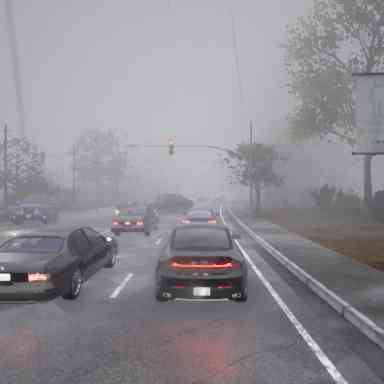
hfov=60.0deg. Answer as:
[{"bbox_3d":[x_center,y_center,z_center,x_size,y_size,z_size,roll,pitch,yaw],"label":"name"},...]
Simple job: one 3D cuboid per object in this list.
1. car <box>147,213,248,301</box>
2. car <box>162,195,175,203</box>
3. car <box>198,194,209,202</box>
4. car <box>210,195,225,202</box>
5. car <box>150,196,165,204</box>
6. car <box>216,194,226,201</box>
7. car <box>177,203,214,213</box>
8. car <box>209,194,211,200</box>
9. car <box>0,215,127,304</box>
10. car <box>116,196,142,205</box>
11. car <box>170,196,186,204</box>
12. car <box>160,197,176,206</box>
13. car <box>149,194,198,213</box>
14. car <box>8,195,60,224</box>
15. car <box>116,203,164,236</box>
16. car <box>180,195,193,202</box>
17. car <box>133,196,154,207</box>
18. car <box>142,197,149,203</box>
[{"bbox_3d":[0.214,1.504,8.283,1.837,1.490,4.892,0,0,1],"label":"car"},{"bbox_3d":[-5.060,1.494,73.368,1.837,1.490,4.892,0,0,8],"label":"car"},{"bbox_3d":[2.116,1.495,73.981,1.837,1.490,4.892,0,0,9],"label":"car"},{"bbox_3d":[5.848,1.513,75.268,1.812,1.442,4.674,0,0,9],"label":"car"},{"bbox_3d":[-6.493,1.521,63.159,1.812,1.442,4.674,0,0,8],"label":"car"},{"bbox_3d":[7.525,1.387,85.393,2.128,1.511,4.902,0,0,10],"label":"car"},{"bbox_3d":[0.458,1.524,17.530,1.812,1.442,4.674,0,0,4],"label":"car"},{"bbox_3d":[4.008,1.349,85.598,2.097,1.767,4.553,0,0,10],"label":"car"},{"bbox_3d":[-3.298,1.547,8.365,2.033,1.411,5.357,0,0,1],"label":"car"},{"bbox_3d":[-8.557,1.348,44.333,2.097,1.767,4.553,0,0,5],"label":"car"},{"bbox_3d":[-2.704,1.486,65.114,2.128,1.511,4.902,0,0,8],"label":"car"},{"bbox_3d":[-3.948,1.560,55.206,1.994,1.385,4.181,0,0,6],"label":"car"},{"bbox_3d":[-1.996,1.217,37.946,2.150,2.045,5.566,3,1,34],"label":"car"},{"bbox_3d":[-11.156,1.221,24.201,2.150,2.045,5.566,1,0,-13],"label":"car"},{"bbox_3d":[-3.015,1.546,18.432,2.033,1.411,5.357,0,0,2],"label":"car"},{"bbox_3d":[-1.236,1.518,75.280,2.128,1.511,4.902,0,0,9],"label":"car"},{"bbox_3d":[-7.679,1.487,53.280,2.128,1.511,4.902,0,0,6],"label":"car"},{"bbox_3d":[-4.959,1.474,45.322,1.882,1.535,5.008,0,0,5],"label":"car"}]
